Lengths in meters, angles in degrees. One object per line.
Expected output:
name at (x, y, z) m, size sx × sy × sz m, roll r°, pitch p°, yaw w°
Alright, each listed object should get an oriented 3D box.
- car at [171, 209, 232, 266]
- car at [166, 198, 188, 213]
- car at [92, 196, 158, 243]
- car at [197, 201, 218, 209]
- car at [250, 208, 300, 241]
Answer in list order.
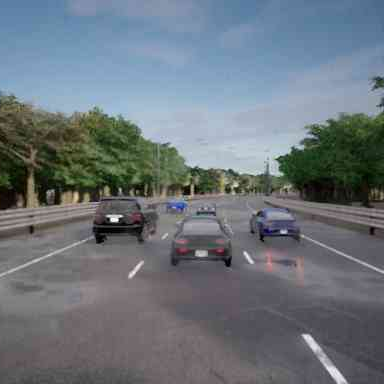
car at (0.335, 1.525, 11.465) m, size 1.812 × 1.442 × 4.674 m, roll 0°, pitch 0°, yaw 2°
car at (-1.605, 1.465, 36.945) m, size 1.882 × 1.535 × 5.008 m, roll 0°, pitch 0°, yaw 5°
car at (-3.024, 1.216, 16.085) m, size 2.150 × 2.045 × 5.566 m, roll 0°, pitch 0°, yaw 2°
car at (1.427, 1.540, 31.607) m, size 2.033 × 1.411 × 5.357 m, roll 0°, pitch 0°, yaw 5°
car at (4.010, 1.527, 16.489) m, size 1.812 × 1.442 × 4.674 m, roll 0°, pitch 0°, yaw 2°
